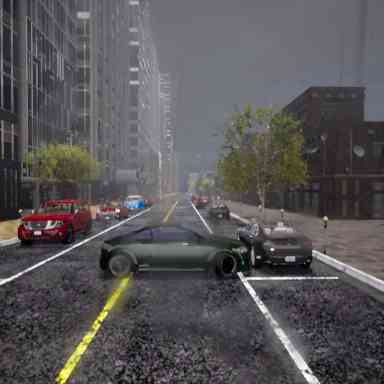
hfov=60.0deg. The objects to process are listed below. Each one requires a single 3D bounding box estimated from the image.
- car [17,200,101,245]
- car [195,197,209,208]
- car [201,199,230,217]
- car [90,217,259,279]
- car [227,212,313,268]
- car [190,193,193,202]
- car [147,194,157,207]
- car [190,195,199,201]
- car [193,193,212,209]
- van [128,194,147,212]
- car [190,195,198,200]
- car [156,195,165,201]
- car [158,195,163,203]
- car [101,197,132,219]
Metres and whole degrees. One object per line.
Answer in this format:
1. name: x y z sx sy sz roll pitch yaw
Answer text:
1. car: -6.167 1.306 15.656 2.192 1.841 5.009 -1 0 -1
2. car: 1.463 1.495 49.954 1.752 1.417 4.829 -1 0 -1
3. car: 2.051 1.535 26.918 2.008 1.369 4.403 -1 0 -1
4. car: -0.453 1.554 9.454 4.181 1.385 1.994 0 0 -1
5. car: 2.566 1.545 11.058 2.008 1.369 4.403 -1 0 -1
6. car: 0.909 1.271 71.915 2.192 1.841 5.009 -1 0 -1
7. car: -6.914 1.285 49.584 2.192 1.841 5.009 -1 0 -1
8. car: 0.636 1.514 82.980 1.947 1.339 4.313 -1 0 -1
9. car: 1.602 1.289 44.251 2.192 1.841 5.009 -1 0 -1
10. van: -6.637 1.318 38.518 1.690 1.788 3.998 -1 0 -1
11. car: 0.498 1.527 88.513 1.802 1.307 4.206 -1 0 -1
12. car: -7.738 1.474 82.613 1.752 1.417 4.829 -1 0 -1
13. car: -7.327 1.504 66.183 1.887 1.381 4.507 -1 0 -1
14. car: -6.352 1.425 26.724 1.967 1.590 4.097 -1 0 -1
